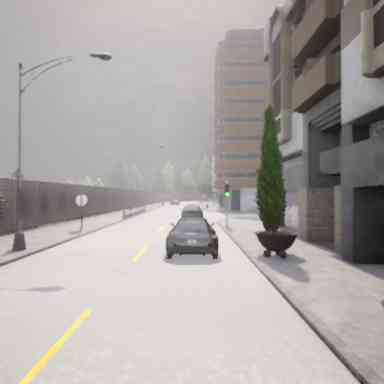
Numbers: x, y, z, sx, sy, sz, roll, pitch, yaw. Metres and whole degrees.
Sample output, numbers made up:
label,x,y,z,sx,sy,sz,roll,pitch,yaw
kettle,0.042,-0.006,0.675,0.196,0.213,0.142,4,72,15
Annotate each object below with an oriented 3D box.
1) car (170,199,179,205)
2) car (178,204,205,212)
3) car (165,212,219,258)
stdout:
label,x,y,z,sx,sy,sz,roll,pitch,yaw
car,-3.948,2.390,76.767,1.994,1.385,4.181,0,-1,0
car,0.036,1.819,28.470,1.837,1.490,4.892,0,0,1
car,0.023,1.713,13.529,1.994,1.385,4.181,0,-1,1
